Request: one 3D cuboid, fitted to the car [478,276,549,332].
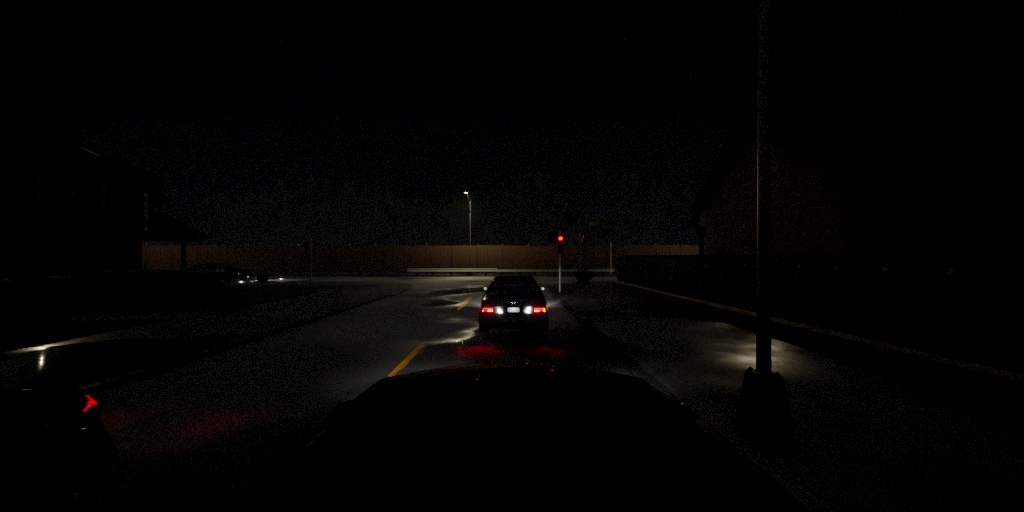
[{"bbox_3d":[0.058,1.297,10.836,2.033,1.411,5.357,0,0,1],"label":"car"}]

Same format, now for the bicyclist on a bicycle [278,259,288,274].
[{"bbox_3d":[-23.971,1.099,37.490,0.582,1.620,1.656,0,0,0],"label":"bicyclist on a bicycle"}]

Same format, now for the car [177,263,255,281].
[{"bbox_3d":[-24.079,1.297,29.092,5.357,1.411,2.033,0,0,0],"label":"car"}]

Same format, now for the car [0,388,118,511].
[{"bbox_3d":[-4.095,1.314,1.015,1.994,1.385,4.181,0,0,0],"label":"car"}]
